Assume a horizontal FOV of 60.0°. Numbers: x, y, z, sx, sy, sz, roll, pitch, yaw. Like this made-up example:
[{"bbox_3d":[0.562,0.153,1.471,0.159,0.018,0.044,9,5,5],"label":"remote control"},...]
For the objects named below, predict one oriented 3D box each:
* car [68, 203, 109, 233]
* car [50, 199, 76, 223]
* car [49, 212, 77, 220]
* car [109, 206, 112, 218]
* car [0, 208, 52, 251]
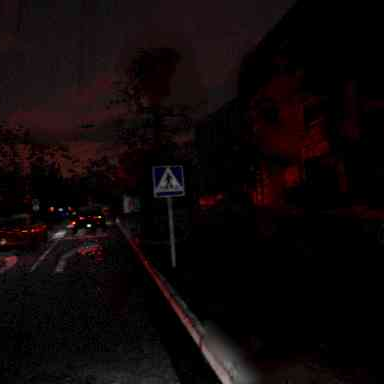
[{"bbox_3d":[-6.409,1.625,20.972,1.837,1.490,4.892,-3,1,-15],"label":"car"},{"bbox_3d":[-11.720,1.719,30.857,2.150,2.045,5.566,-4,-2,-13],"label":"car"},{"bbox_3d":[-26.853,5.002,69.451,4.902,1.511,2.128,-4,-3,3],"label":"car"},{"bbox_3d":[-9.285,1.910,33.807,1.882,1.535,5.008,-4,-2,-11],"label":"car"},{"bbox_3d":[-7.768,1.737,14.918,1.882,1.535,5.008,-3,1,-16],"label":"car"}]
